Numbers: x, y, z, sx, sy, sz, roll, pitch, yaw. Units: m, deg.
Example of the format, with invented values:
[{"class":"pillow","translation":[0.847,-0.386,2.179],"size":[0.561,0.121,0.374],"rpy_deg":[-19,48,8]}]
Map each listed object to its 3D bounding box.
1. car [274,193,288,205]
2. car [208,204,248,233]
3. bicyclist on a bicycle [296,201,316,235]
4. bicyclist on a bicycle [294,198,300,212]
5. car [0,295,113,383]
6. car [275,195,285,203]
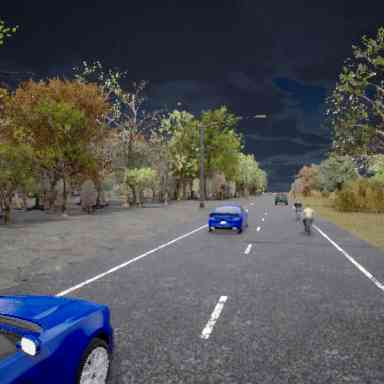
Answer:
[{"class":"car","translation":[16.160,1.239,60.254],"size":[2.150,2.045,5.566],"rpy_deg":[0,0,14]},{"class":"car","translation":[2.269,1.482,19.986],"size":[1.882,1.535,5.008],"rpy_deg":[0,0,14]},{"class":"bicyclist on a bicycle","translation":[6.140,1.441,17.591],"size":[0.866,1.612,1.509],"rpy_deg":[0,0,15]},{"class":"bicyclist on a bicycle","translation":[8.420,1.378,26.421],"size":[0.659,1.776,1.843],"rpy_deg":[0,0,14]},{"class":"car","translation":[-2.292,1.478,2.098],"size":[1.882,1.535,5.008],"rpy_deg":[0,0,14]},{"class":"car","translation":[19.004,1.501,71.804],"size":[1.882,1.535,5.008],"rpy_deg":[0,0,14]}]
